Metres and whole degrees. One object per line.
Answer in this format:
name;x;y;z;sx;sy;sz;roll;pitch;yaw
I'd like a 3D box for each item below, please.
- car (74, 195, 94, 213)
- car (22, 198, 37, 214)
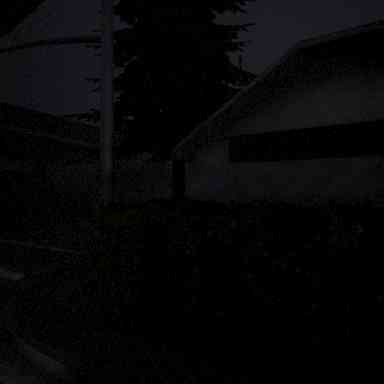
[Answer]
car;-10.745;1.291;35.352;3.866;1.878;1.905;0;0;35
car;-17.550;1.454;33.215;4.611;1.667;2.242;0;0;35
